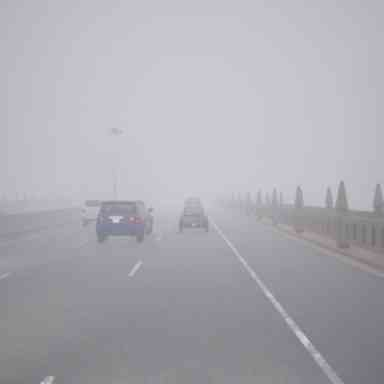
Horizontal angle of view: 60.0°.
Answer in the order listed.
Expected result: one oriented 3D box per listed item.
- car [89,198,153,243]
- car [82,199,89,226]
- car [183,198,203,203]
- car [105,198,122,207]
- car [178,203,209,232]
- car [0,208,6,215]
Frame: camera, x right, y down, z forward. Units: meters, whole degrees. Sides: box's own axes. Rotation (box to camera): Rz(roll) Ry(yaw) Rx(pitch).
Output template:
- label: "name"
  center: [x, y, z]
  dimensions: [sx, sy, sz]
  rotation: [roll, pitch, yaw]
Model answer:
- label: "car"
  center: [-3.396, 1.424, 17.567]
  dimensions: [2.150, 2.045, 5.566]
  rotation: [0, -1, 0]
- label: "car"
  center: [-6.896, 1.526, 26.174]
  dimensions: [2.150, 2.045, 5.566]
  rotation: [0, -1, 0]
- label: "car"
  center: [0.110, 1.697, 40.763]
  dimensions: [2.150, 2.045, 5.566]
  rotation: [0, -1, 0]
- label: "car"
  center: [-14.017, 1.856, 59.593]
  dimensions: [1.837, 1.490, 4.892]
  rotation: [0, -1, -1]
- label: "car"
  center: [0.105, 1.748, 21.976]
  dimensions: [2.128, 1.511, 4.902]
  rotation: [0, -1, 0]
- label: "car"
  center: [-17.575, 1.853, 28.056]
  dimensions: [1.812, 1.442, 4.674]
  rotation: [0, -1, 0]
